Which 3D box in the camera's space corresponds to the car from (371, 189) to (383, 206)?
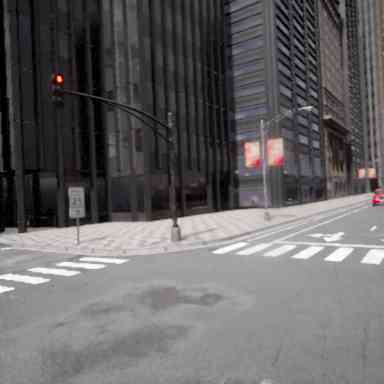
[{"bbox_3d":[22.888,0.614,39.682,2.150,2.045,5.566,-3,0,35],"label":"car"}]
